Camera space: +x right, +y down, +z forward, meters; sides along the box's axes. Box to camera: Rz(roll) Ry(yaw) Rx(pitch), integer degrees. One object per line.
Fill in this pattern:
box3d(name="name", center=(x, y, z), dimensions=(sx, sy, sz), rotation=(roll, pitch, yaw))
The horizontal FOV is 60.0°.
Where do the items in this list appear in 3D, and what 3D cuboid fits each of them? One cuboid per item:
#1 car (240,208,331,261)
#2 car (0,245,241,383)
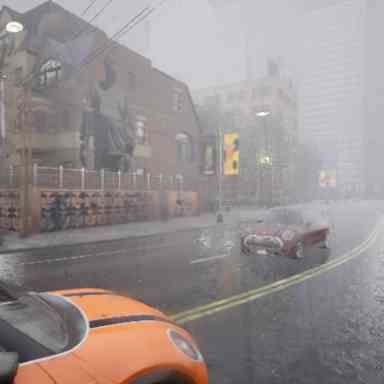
box3d(name="car", center=(3.766, 1.459, 13.003), dimensions=(2.097, 1.767, 4.553), rotation=(0, -1, 39))
box3d(name="car", center=(-2.050, 1.369, 2.539), dimensions=(4.553, 1.767, 2.097), rotation=(1, -1, -35))
